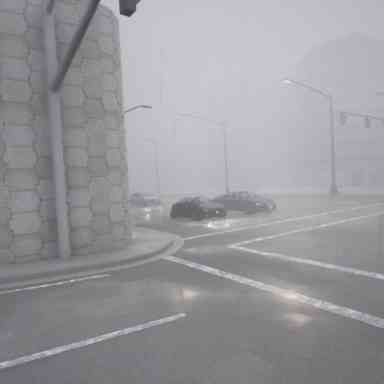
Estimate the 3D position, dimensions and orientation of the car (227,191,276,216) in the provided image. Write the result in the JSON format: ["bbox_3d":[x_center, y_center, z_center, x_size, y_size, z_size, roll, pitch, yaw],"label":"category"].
[{"bbox_3d":[3.478,0.699,22.751,2.128,1.511,4.902,-5,3,-36],"label":"car"}]

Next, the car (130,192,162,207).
[{"bbox_3d":[-4.961,0.732,34.680,1.812,1.442,4.674,-5,3,-35],"label":"car"}]

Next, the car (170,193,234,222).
[{"bbox_3d":[0.336,1.008,21.122,1.994,1.385,4.181,-5,3,-35],"label":"car"}]
